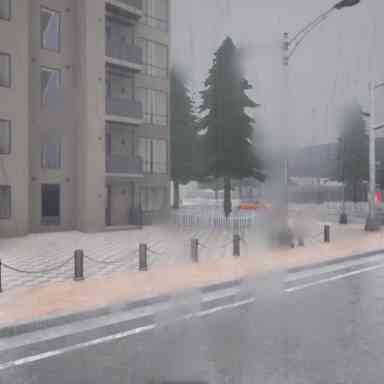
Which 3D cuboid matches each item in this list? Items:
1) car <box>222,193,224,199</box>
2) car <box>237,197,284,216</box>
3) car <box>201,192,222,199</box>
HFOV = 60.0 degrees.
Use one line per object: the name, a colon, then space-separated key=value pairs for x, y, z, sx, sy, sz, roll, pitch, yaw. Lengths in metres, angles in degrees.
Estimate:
car: x=7.448 y=1.069 z=94.751 sx=1.905 sy=1.878 sz=3.866 roll=0 pitch=0 yaw=-37
car: x=6.411 y=1.360 z=31.554 sx=2.097 sy=1.767 sz=4.553 roll=0 pitch=0 yaw=-37
car: x=5.363 y=1.091 z=92.686 sx=1.932 sy=1.855 sz=4.605 roll=0 pitch=0 yaw=-37
